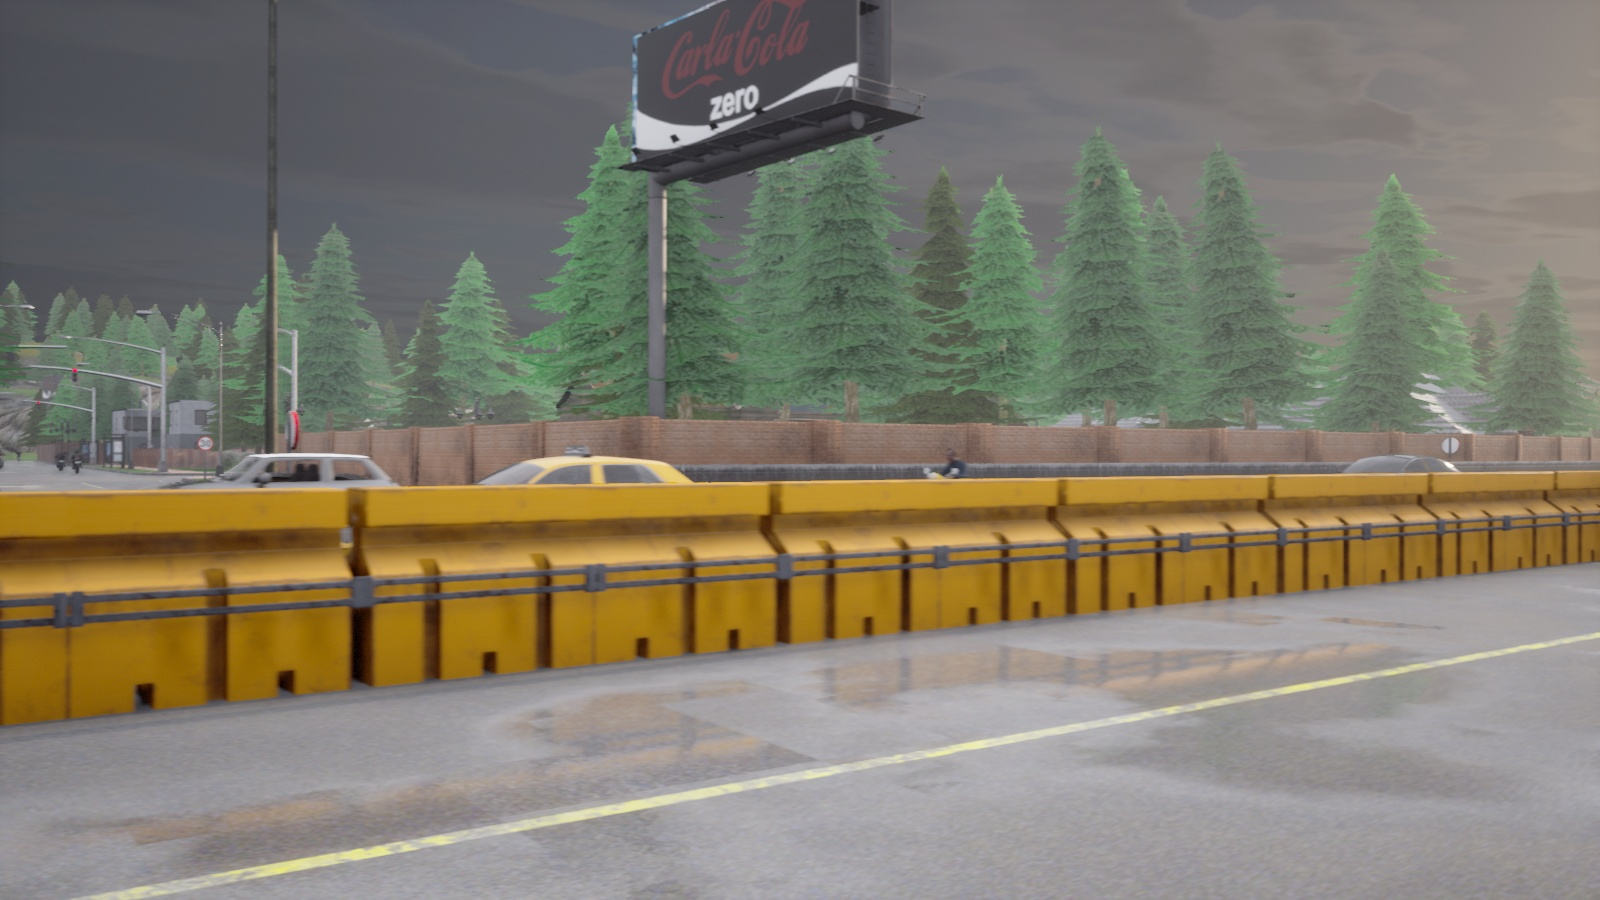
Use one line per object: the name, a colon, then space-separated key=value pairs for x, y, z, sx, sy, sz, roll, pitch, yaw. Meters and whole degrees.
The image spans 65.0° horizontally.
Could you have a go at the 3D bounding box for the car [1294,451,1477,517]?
car: x=14.374 y=0.799 z=30.715 sx=4.892 sy=1.490 sz=1.837 roll=1 pitch=-1 yaw=-35

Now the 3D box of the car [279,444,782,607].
car: x=-2.935 y=0.725 z=14.409 sx=5.366 sy=1.575 sz=1.801 roll=0 pitch=0 yaw=-35

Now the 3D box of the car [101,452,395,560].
car: x=-8.384 y=0.775 z=19.145 sx=3.806 sy=1.475 sz=1.970 roll=0 pitch=0 yaw=-35
